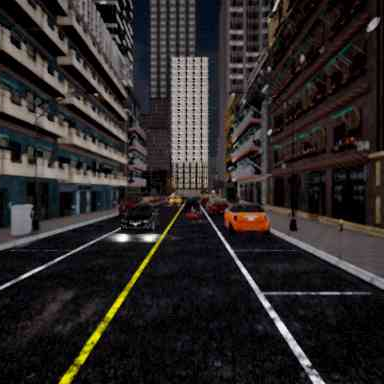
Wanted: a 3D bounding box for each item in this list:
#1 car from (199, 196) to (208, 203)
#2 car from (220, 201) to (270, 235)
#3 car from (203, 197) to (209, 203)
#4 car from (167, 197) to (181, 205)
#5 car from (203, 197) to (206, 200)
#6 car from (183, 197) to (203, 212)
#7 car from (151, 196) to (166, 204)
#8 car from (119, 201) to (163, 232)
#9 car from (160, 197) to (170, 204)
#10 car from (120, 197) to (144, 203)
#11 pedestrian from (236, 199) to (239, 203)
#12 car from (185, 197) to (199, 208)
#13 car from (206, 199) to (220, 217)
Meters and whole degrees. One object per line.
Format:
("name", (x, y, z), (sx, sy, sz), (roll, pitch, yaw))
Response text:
("car", (2.665, 1.682, 76.662), (1.752, 1.417, 4.829), (-1, 0, 0))
("car", (2.995, 1.387, 19.032), (2.097, 1.767, 4.553), (0, 0, 0))
("car", (2.674, 1.624, 37.828), (2.008, 1.369, 4.403), (-1, 0, 0))
("car", (-3.048, 1.600, 61.373), (1.882, 1.535, 5.008), (0, 0, 1))
("car", (2.673, 1.610, 43.521), (1.752, 1.417, 4.829), (-1, 0, 0))
("car", (0.053, 1.582, 40.407), (1.837, 1.490, 4.892), (0, 0, 0))
("car", (-5.710, 1.690, 54.411), (1.802, 1.307, 4.206), (-1, 0, 0))
("car", (-3.105, 1.544, 20.640), (1.837, 1.490, 4.892), (0, 0, 0))
("car", (-5.714, 1.689, 70.981), (1.887, 1.381, 4.507), (-1, 0, 0))
("car", (-5.709, 1.377, 32.317), (2.192, 1.841, 5.009), (-1, 0, 0))
("pedestrian", (2.994, 1.335, 21.830), (0.375, 1.860, 0.375), (-1, 0, 0))
("car", (-0.012, 1.576, 49.951), (1.882, 1.535, 5.008), (0, 0, 0))
("car", (2.675, 1.606, 32.305), (1.887, 1.381, 4.507), (-1, 0, 0))
